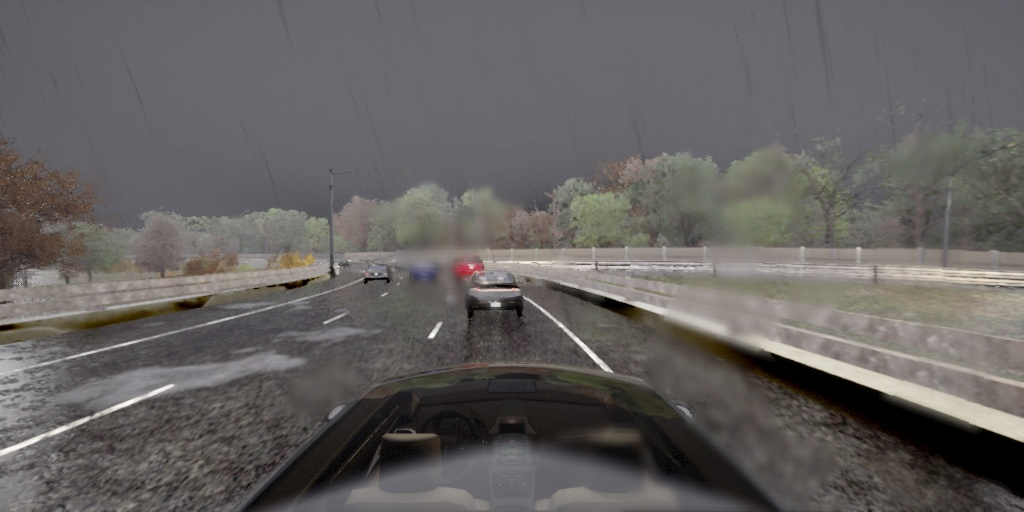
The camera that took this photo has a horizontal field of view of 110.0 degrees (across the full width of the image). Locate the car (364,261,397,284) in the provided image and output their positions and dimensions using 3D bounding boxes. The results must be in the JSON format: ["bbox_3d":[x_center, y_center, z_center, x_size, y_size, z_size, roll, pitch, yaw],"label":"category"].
[{"bbox_3d":[-10.391,1.357,28.037,2.033,1.411,5.357,0,0,-16],"label":"car"}]

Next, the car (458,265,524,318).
[{"bbox_3d":[-0.728,1.254,13.142,2.128,1.511,4.902,0,0,-6],"label":"car"}]

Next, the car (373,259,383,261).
[{"bbox_3d":[-18.468,1.207,49.059,2.097,1.767,4.553,0,0,-26],"label":"car"}]

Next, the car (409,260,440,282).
[{"bbox_3d":[-7.230,1.269,29.350,1.882,1.535,5.008,0,0,-15],"label":"car"}]

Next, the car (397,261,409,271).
[{"bbox_3d":[-15.042,1.401,50.042,1.994,1.385,4.181,0,0,-26],"label":"car"}]

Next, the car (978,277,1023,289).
[{"bbox_3d":[38.631,1.907,27.104,4.181,1.385,1.994,3,2,28],"label":"car"}]

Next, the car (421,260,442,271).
[{"bbox_3d":[-11.506,1.324,50.827,1.837,1.490,4.892,0,0,-26],"label":"car"}]

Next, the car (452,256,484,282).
[{"bbox_3d":[-3.653,0.995,29.628,2.150,2.045,5.566,0,0,-15],"label":"car"}]
